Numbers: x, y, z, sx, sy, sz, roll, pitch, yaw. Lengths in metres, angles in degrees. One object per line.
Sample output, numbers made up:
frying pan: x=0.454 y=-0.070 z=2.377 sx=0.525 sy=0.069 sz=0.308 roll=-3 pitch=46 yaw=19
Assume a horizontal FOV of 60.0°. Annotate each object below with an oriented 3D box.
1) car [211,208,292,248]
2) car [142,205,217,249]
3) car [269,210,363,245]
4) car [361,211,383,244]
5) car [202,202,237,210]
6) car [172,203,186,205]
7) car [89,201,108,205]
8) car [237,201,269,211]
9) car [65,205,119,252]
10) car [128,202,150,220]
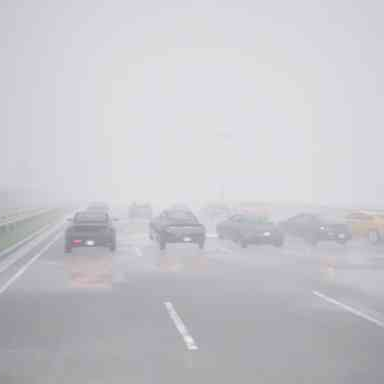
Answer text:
car: x=2.604 y=1.707 z=15.756 sx=1.994 sy=1.385 sz=4.181 roll=1 pitch=0 yaw=-15
car: x=-0.787 y=1.569 z=14.884 sx=2.128 sy=1.511 sz=4.902 roll=1 pitch=0 yaw=-15
car: x=5.965 y=1.735 z=16.728 sx=1.812 sy=1.442 sz=4.674 roll=1 pitch=0 yaw=-14
car: x=9.324 y=1.754 z=17.718 sx=1.882 sy=1.535 sz=5.008 roll=1 pitch=0 yaw=-14
car: x=2.171 y=1.736 z=31.179 sx=1.837 sy=1.490 sz=4.892 roll=1 pitch=0 yaw=-15
car: x=-1.205 y=1.726 z=30.269 sx=1.994 sy=1.385 sz=4.181 roll=1 pitch=0 yaw=-15
car: x=-8.025 y=1.507 z=28.682 sx=1.882 sy=1.535 sz=5.008 roll=1 pitch=0 yaw=-15
car: x=5.615 y=1.645 z=31.850 sx=2.097 sy=1.767 sz=4.553 roll=1 pitch=-1 yaw=-15
car: x=-4.171 y=1.518 z=13.989 sx=1.837 sy=1.490 sz=4.892 roll=1 pitch=0 yaw=-15
car: x=-4.595 y=1.588 z=29.390 sx=2.128 sy=1.511 sz=4.902 roll=1 pitch=0 yaw=-15
